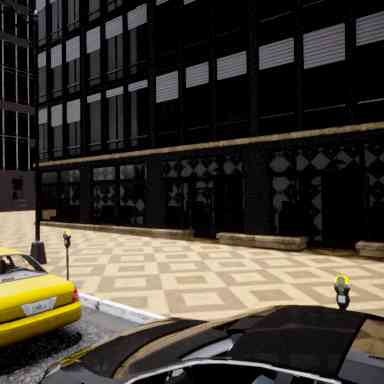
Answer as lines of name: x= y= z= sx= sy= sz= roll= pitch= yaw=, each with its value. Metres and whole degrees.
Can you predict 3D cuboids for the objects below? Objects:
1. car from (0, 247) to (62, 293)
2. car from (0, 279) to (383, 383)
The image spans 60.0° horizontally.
car: x=-3.957 y=1.527 z=5.877 sx=4.829 sy=1.417 sz=1.752 roll=0 pitch=-1 yaw=35
car: x=0.677 y=1.566 z=2.363 sx=4.313 sy=1.339 sz=1.947 roll=0 pitch=-1 yaw=35
